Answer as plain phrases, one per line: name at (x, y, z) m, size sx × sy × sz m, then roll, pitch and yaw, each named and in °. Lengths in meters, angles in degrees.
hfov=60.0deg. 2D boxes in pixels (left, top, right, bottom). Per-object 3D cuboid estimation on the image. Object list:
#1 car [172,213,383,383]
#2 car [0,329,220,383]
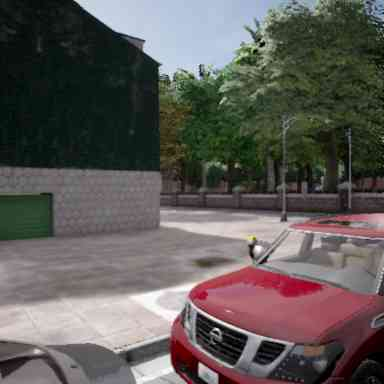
car at (2.170, 1.276, 4.420) m, size 5.009 × 1.841 × 2.192 m, roll -1°, pitch 0°, yaw -36°
car at (-2.238, 1.563, 1.197) m, size 4.403 × 1.369 × 2.008 m, roll -1°, pitch 0°, yaw -36°
